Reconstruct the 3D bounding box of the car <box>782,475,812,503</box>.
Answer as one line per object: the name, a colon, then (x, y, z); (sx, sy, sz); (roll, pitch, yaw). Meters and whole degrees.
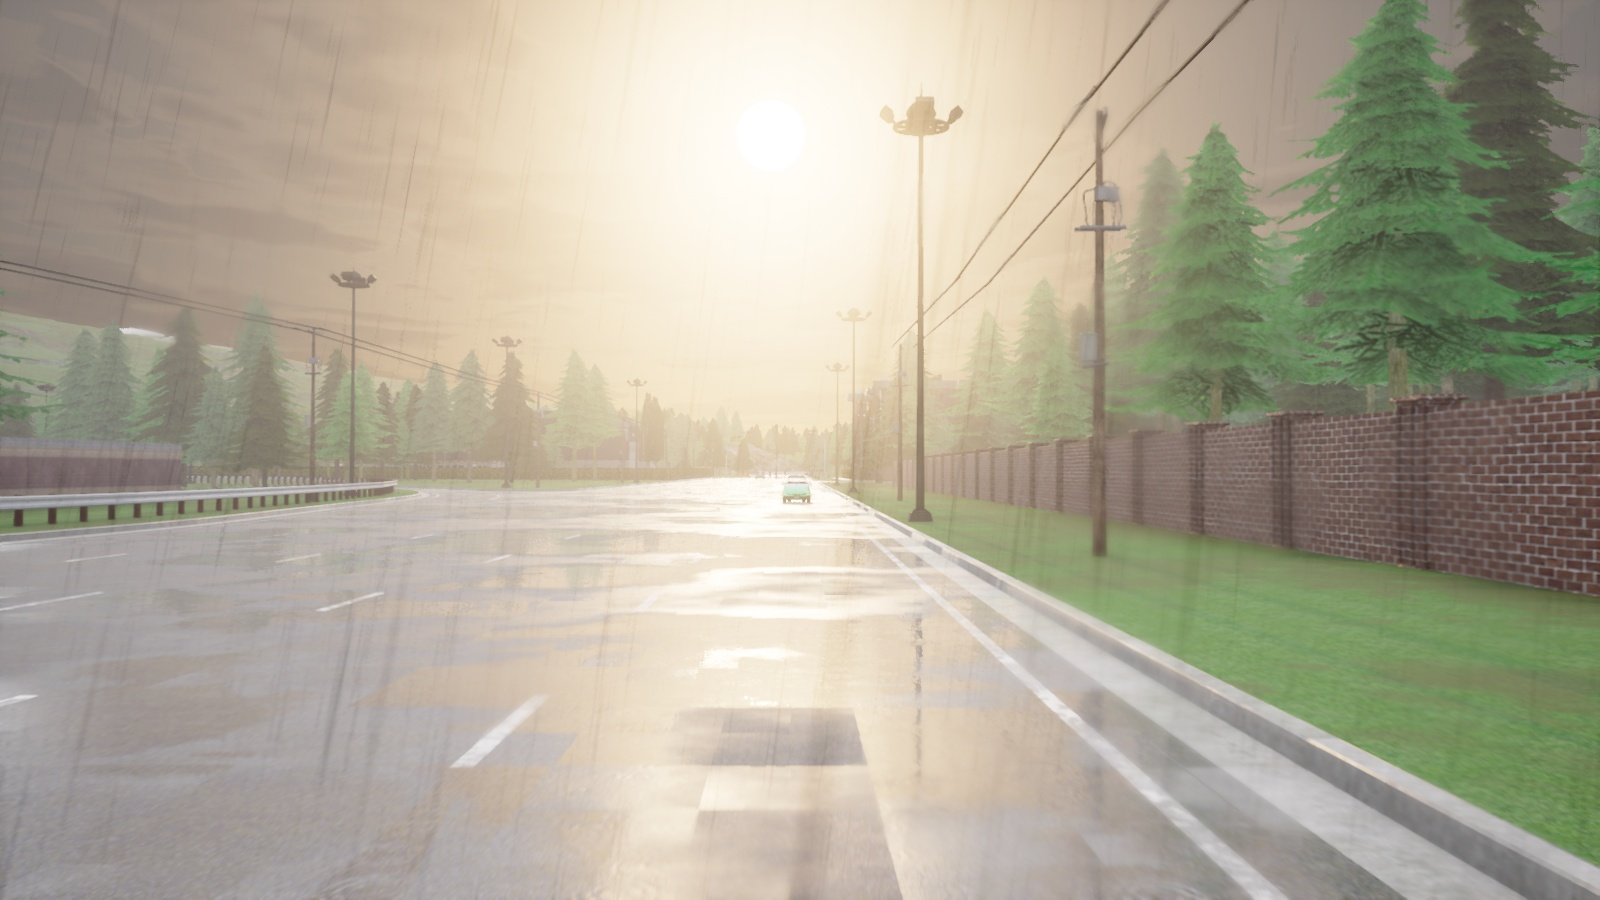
car: (-0.151, 1.913, 62.226); (1.481, 1.376, 2.207); (0, -1, 0)
